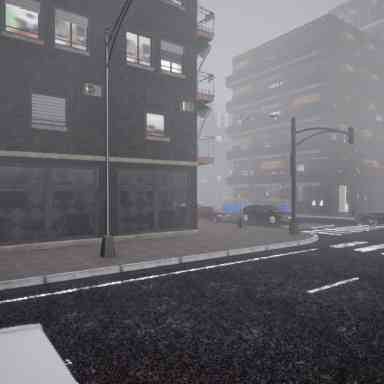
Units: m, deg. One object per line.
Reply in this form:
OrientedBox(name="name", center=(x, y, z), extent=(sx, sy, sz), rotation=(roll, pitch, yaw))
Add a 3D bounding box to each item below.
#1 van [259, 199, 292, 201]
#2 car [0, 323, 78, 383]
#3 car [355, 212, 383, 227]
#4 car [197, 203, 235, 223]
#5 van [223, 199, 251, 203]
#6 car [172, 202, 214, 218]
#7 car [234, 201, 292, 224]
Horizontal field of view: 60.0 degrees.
OrientedBox(name="van", center=(8.372, 1.602, 33.588), extent=(1.690, 1.788, 3.998), rotation=(-1, 0, -37))
OrientedBox(name="car", center=(-3.000, 1.601, 1.531), extent=(4.718, 1.301, 1.895), rotation=(0, 0, -36))
OrientedBox(name="car", center=(13.900, 1.714, 22.882), extent=(4.718, 1.301, 1.895), rotation=(-1, 0, 17))
OrientedBox(name="car", center=(1.653, 1.874, 28.643), extent=(1.802, 1.307, 4.206), rotation=(-1, 0, -37))
OrientedBox(name="van", center=(5.038, 1.676, 38.090), extent=(1.690, 1.788, 3.998), rotation=(-1, 0, -37))
OrientedBox(name="car", center=(0.058, 1.868, 35.109), extent=(1.837, 1.490, 4.892), rotation=(0, -1, -36))
OrientedBox(name="car", center=(6.015, 1.737, 27.078), extent=(1.837, 1.490, 4.892), rotation=(0, -1, -35))
